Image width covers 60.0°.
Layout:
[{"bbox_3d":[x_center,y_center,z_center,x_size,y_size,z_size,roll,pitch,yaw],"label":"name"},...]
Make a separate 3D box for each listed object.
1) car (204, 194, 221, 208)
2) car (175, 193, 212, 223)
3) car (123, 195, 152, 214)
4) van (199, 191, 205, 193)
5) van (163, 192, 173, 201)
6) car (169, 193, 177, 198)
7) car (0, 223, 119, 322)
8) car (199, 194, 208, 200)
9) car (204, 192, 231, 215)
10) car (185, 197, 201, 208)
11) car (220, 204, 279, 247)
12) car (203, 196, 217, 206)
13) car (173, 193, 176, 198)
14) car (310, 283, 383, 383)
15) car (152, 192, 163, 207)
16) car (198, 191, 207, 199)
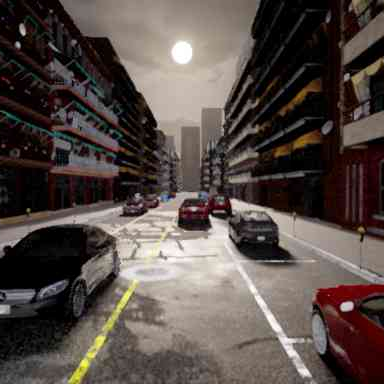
[{"bbox_3d":[2.568,1.141,42.664,1.967,1.590,4.097,-1,0,0],"label":"car"},{"bbox_3d":[0.105,1.180,24.050,2.097,1.767,4.553,0,0,0],"label":"car"},{"bbox_3d":[-5.319,1.217,31.572,1.967,1.590,4.097,-1,0,0],"label":"car"},{"bbox_3d":[2.567,0.851,70.985,1.690,1.788,3.998,-1,0,0],"label":"van"},{"bbox_3d":[-5.314,0.888,65.477,1.690,1.788,3.998,-1,0,0],"label":"van"},{"bbox_3d":[-5.306,0.904,93.735,1.887,1.381,4.507,-1,0,0],"label":"car"},{"bbox_3d":[-2.842,1.473,7.271,1.812,1.442,4.674,0,0,0],"label":"car"},{"bbox_3d":[2.572,1.054,76.650,1.802,1.307,4.206,-1,0,0],"label":"car"},{"bbox_3d":[2.549,1.093,31.335,2.192,1.841,5.009,-1,0,0],"label":"car"},{"bbox_3d":[0.109,1.305,42.176,1.895,1.301,4.718,0,0,0],"label":"car"},{"bbox_3d":[2.526,1.448,14.344,2.008,1.369,4.403,-1,0,0],"label":"car"},{"bbox_3d":[2.566,1.244,48.329,1.802,1.307,4.206,-1,0,0],"label":"car"},{"bbox_3d":[-5.307,0.941,88.083,1.887,1.381,4.507,-1,0,0],"label":"car"},{"bbox_3d":[2.524,1.522,3.015,1.887,1.381,4.507,-1,0,0],"label":"car"},{"bbox_3d":[-5.317,1.139,42.874,1.967,1.590,4.097,-1,0,0],"label":"car"},{"bbox_3d":[2.569,0.749,82.313,2.192,1.841,5.009,-1,0,0],"label":"car"}]
